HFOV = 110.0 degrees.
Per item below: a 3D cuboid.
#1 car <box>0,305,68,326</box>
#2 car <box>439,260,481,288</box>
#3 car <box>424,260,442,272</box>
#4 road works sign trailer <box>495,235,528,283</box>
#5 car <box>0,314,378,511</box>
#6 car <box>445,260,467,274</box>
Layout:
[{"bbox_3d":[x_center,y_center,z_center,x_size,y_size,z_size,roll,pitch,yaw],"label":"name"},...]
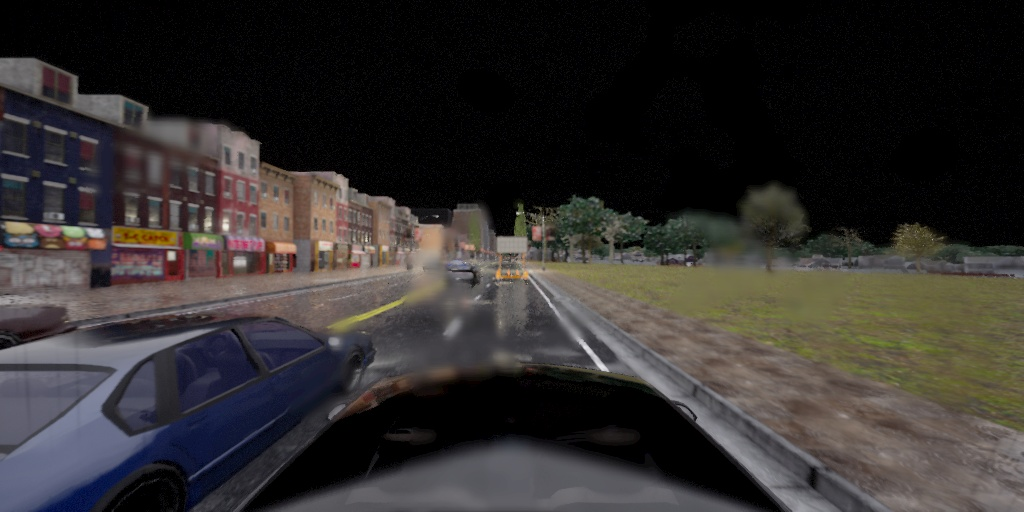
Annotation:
[{"bbox_3d":[-9.852,1.298,4.903,2.033,1.411,5.357,0,0,0],"label":"car"},{"bbox_3d":[-3.151,1.244,23.891,2.128,1.511,4.902,0,0,0],"label":"car"},{"bbox_3d":[-9.833,1.254,45.576,1.837,1.490,4.892,0,0,0],"label":"car"},{"bbox_3d":[-0.001,0.217,26.861,2.380,3.560,2.880,0,0,0],"label":"road works sign trailer"},{"bbox_3d":[-3.150,1.298,3.497,2.033,1.411,5.357,0,0,0],"label":"car"},{"bbox_3d":[-6.588,1.228,42.675,1.882,1.535,5.008,0,0,0],"label":"car"}]
